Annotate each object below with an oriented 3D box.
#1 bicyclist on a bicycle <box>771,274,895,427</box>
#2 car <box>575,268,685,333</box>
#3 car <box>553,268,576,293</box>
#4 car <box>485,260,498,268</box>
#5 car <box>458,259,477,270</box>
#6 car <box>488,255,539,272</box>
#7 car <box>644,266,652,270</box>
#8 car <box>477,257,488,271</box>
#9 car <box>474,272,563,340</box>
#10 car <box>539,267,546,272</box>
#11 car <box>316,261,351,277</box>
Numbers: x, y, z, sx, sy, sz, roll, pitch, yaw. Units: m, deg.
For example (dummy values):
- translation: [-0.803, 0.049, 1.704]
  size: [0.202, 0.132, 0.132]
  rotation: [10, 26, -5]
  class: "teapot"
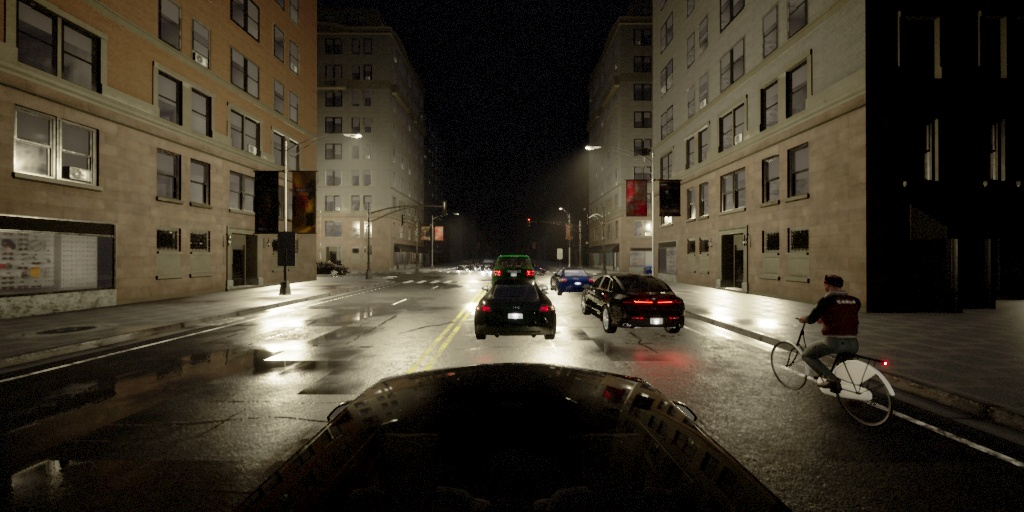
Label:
- translation: [4.140, 1.121, 4.823]
  size: [0.659, 1.776, 1.843]
  rotation: [0, 0, 0]
  class: "bicyclist on a bicycle"
- translation: [3.336, 1.255, 10.693]
  size: [1.837, 1.490, 4.892]
  rotation: [0, 0, 0]
  class: "car"
- translation: [3.228, 1.316, 19.589]
  size: [1.994, 1.385, 4.181]
  rotation: [0, 0, 0]
  class: "car"
- translation: [-3.395, 1.366, 60.255]
  size: [1.895, 1.301, 4.718]
  rotation: [0, 0, 0]
  class: "car"
- translation: [-6.645, 1.290, 52.247]
  size: [1.812, 1.442, 4.674]
  rotation: [0, 0, 0]
  class: "car"
- translation: [0.079, 0.974, 19.440]
  size: [2.150, 2.045, 5.566]
  rotation: [0, 0, 0]
  class: "car"
- translation: [16.363, 1.288, 37.584]
  size: [5.008, 1.535, 1.882]
  rotation: [0, 0, 0]
  class: "car"
- translation: [-3.397, 1.255, 50.991]
  size: [2.128, 1.511, 4.902]
  rotation: [0, 0, 0]
  class: "car"
- translation: [0.087, 1.314, 10.027]
  size: [1.994, 1.385, 4.181]
  rotation: [0, 0, 0]
  class: "car"
- translation: [0.985, 1.280, 34.707]
  size: [4.674, 1.442, 1.812]
  rotation: [0, 0, 0]
  class: "car"
- translation: [-18.241, 1.238, 34.744]
  size: [4.892, 1.490, 1.837]
  rotation: [0, 0, 0]
  class: "car"
